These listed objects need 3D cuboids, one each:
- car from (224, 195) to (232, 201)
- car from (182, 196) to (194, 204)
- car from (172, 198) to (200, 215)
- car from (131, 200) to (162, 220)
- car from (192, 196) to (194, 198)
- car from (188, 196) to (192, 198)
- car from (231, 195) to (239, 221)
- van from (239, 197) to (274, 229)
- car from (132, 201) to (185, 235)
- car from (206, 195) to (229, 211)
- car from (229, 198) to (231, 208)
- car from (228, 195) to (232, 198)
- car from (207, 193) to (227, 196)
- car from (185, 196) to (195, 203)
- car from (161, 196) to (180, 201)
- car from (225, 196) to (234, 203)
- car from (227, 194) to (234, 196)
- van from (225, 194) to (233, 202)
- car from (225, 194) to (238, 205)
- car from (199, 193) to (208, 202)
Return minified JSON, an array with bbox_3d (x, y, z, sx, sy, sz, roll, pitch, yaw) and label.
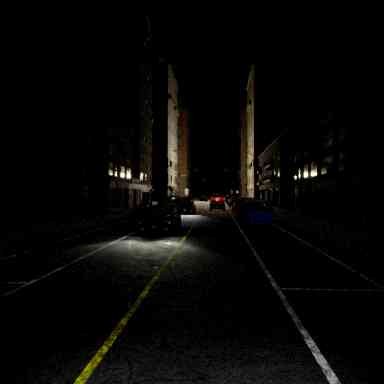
[{"bbox_3d":[9.000,1.589,83.849,1.752,1.417,4.829,1,0,4],"label":"car"},{"bbox_3d":[-0.816,1.617,67.366,1.947,1.339,4.313,1,0,4],"label":"car"},{"bbox_3d":[-0.573,1.586,34.590,1.994,1.385,4.181,0,0,4],"label":"car"},{"bbox_3d":[-3.856,1.599,27.772,1.802,1.307,4.206,1,0,4],"label":"car"},{"bbox_3d":[-1.250,1.612,61.709,1.947,1.339,4.313,1,0,4],"label":"car"},{"bbox_3d":[-1.684,1.592,56.053,2.008,1.369,4.403,1,0,4],"label":"car"},{"bbox_3d":[4.647,1.332,27.112,2.192,1.841,5.009,1,0,4],"label":"car"},{"bbox_3d":[4.213,1.354,21.456,1.690,1.788,3.998,1,0,4],"label":"van"},{"bbox_3d":[-1.751,1.489,19.166,1.882,1.535,5.008,0,0,4],"label":"car"},{"bbox_3d":[3.111,1.520,40.777,2.128,1.511,4.902,0,0,4],"label":"car"},{"bbox_3d":[5.513,1.609,38.425,1.802,1.307,4.206,1,0,4],"label":"car"},{"bbox_3d":[6.381,1.603,49.739,1.947,1.339,4.313,1,0,4],"label":"car"},{"bbox_3d":[3.869,1.259,50.666,2.150,2.045,5.566,0,0,4],"label":"car"},{"bbox_3d":[-0.382,1.600,73.022,1.887,1.381,4.507,1,0,4],"label":"car"},{"bbox_3d":[-2.986,1.467,39.084,1.967,1.590,4.097,1,0,4],"label":"car"},{"bbox_3d":[8.132,1.581,72.536,1.752,1.417,4.829,1,0,4],"label":"car"},{"bbox_3d":[6.829,1.567,55.565,1.752,1.417,4.829,1,0,4],"label":"car"},{"bbox_3d":[8.555,1.401,78.023,1.690,1.788,3.998,1,0,4],"label":"van"},{"bbox_3d":[7.252,1.362,61.053,2.192,1.841,5.009,1,0,4],"label":"car"},{"bbox_3d":[2.625,1.509,74.938,1.882,1.535,5.008,0,0,4],"label":"car"}]
